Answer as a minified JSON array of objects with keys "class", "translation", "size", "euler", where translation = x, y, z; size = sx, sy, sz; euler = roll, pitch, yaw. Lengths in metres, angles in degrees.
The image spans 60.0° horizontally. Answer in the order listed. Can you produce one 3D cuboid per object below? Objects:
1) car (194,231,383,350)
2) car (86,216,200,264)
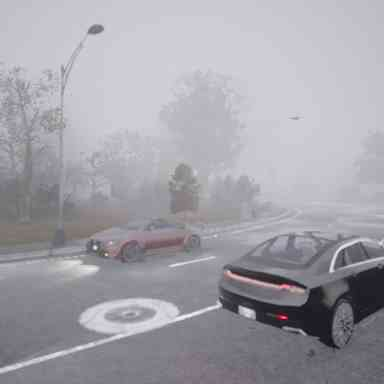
[{"class":"car","translation":[2.620,1.501,6.330],"size":[4.902,1.511,2.128],"euler":[0,0,-41]},{"class":"car","translation":[-1.635,1.602,12.065],"size":[4.181,1.385,1.994],"euler":[0,0,-42]}]
